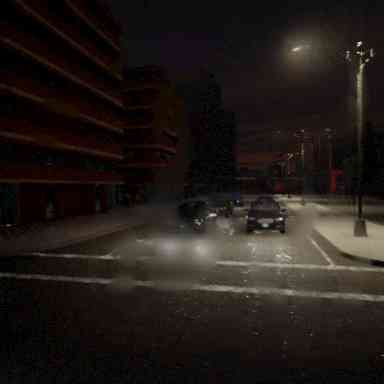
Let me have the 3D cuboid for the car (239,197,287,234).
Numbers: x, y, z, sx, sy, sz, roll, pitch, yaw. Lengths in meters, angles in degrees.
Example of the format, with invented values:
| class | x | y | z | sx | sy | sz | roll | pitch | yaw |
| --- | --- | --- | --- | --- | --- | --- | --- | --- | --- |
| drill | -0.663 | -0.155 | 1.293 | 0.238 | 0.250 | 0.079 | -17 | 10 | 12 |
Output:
| class | x | y | z | sx | sy | sz | roll | pitch | yaw |
| --- | --- | --- | --- | --- | --- | --- | --- | --- | --- |
| car | 3.870 | 1.217 | 17.572 | 2.128 | 1.511 | 4.902 | 0 | 1 | 12 |

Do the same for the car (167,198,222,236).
| class | x | y | z | sx | sy | sz | roll | pitch | yaw |
| --- | --- | --- | --- | --- | --- | --- | --- | --- | --- |
| car | 0.135 | 1.273 | 16.866 | 1.837 | 1.490 | 4.892 | 0 | 1 | 12 |

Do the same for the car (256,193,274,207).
| class | x | y | z | sx | sy | sz | roll | pitch | yaw |
| --- | --- | --- | --- | --- | --- | --- | --- | --- | --- |
| car | 8.943 | 0.918 | 40.823 | 2.033 | 1.411 | 5.357 | 0 | 1 | 13 |

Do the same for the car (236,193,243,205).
| class | x | y | z | sx | sy | sz | roll | pitch | yaw |
| --- | --- | --- | --- | --- | --- | --- | --- | --- | --- |
| car | 4.966 | 0.907 | 39.036 | 1.882 | 1.535 | 5.008 | 0 | 1 | 13 |

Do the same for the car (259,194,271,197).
| class | x | y | z | sx | sy | sz | roll | pitch | yaw |
| --- | --- | --- | --- | --- | --- | --- | --- | --- | --- |
| car | 5.927 | 1.129 | 27.028 | 2.033 | 1.411 | 5.357 | 0 | 1 | 12 |

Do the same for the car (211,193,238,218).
| class | x | y | z | sx | sy | sz | roll | pitch | yaw |
| --- | --- | --- | --- | --- | --- | --- | --- | --- | --- |
| car | 2.072 | 1.122 | 25.775 | 2.128 | 1.511 | 4.902 | 0 | 1 | 13 |
